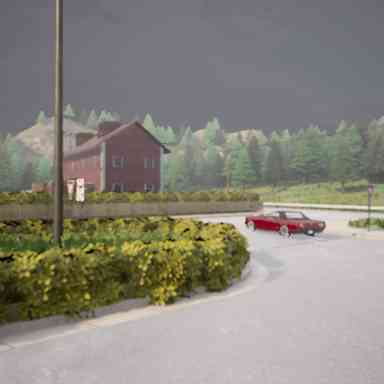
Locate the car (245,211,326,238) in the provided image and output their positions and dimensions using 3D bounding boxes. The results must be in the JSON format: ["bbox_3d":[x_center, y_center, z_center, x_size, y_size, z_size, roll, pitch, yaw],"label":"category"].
[{"bbox_3d":[4.880,1.669,18.302,1.895,1.301,4.718,0,0,-25],"label":"car"}]
